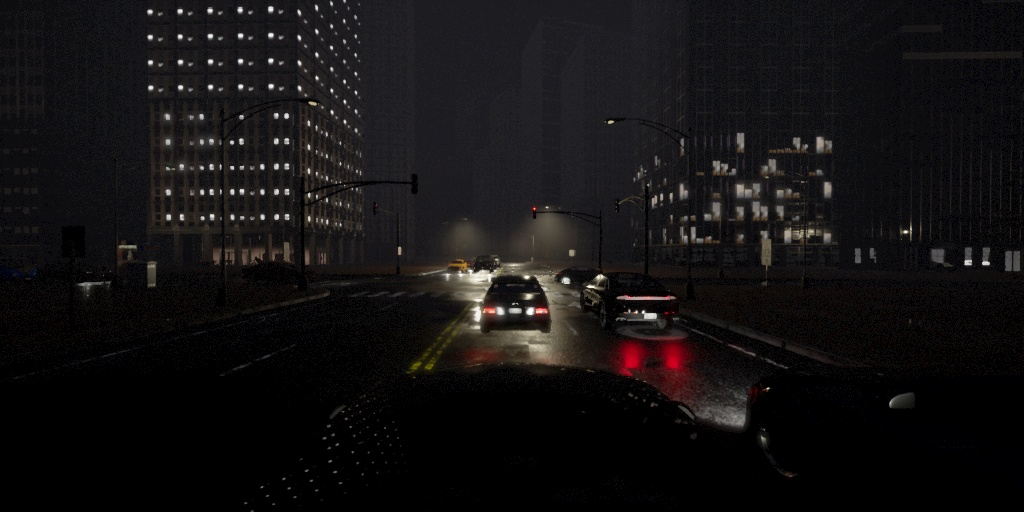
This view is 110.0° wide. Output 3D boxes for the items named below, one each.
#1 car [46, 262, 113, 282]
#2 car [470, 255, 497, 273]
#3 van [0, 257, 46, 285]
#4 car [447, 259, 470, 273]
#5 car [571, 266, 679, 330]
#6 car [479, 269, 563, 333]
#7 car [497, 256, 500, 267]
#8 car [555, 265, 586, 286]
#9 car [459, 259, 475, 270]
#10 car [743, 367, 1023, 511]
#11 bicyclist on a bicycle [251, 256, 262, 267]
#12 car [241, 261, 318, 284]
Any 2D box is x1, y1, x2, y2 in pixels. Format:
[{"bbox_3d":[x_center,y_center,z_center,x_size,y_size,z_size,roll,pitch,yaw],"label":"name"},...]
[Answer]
[{"bbox_3d":[-32.089,1.131,26.166,4.674,1.442,1.812,0,0,2],"label":"car"},{"bbox_3d":[-3.299,0.938,42.882,2.150,2.045,5.566,0,0,0],"label":"car"},{"bbox_3d":[-33.909,0.960,23.625,3.998,1.789,1.690,0,0,1],"label":"van"},{"bbox_3d":[-6.548,1.193,43.206,1.882,1.535,5.008,0,0,0],"label":"car"},{"bbox_3d":[3.356,1.238,11.085,2.128,1.511,4.902,0,0,0],"label":"car"},{"bbox_3d":[0.109,1.294,10.672,2.033,1.411,5.357,0,0,1],"label":"car"},{"bbox_3d":[-3.286,1.049,52.836,2.097,1.767,4.553,0,0,0],"label":"car"},{"bbox_3d":[5.090,1.340,25.401,4.181,1.385,1.994,0,0,1],"label":"car"},{"bbox_3d":[-6.535,1.223,52.618,1.812,1.442,4.674,0,0,0],"label":"car"},{"bbox_3d":[3.354,1.314,1.928,1.994,1.385,4.181,0,0,0],"label":"car"},{"bbox_3d":[-24.665,0.868,34.704,0.582,1.620,1.656,0,1,1],"label":"bicyclist on a bicycle"},{"bbox_3d":[-16.518,1.158,25.606,5.008,1.535,1.882,0,0,5],"label":"car"}]
